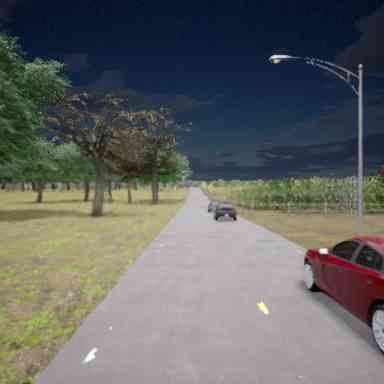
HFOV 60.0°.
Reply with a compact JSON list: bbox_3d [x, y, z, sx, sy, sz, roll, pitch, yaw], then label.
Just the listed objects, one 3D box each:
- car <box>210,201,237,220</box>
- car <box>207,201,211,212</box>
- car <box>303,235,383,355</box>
[{"bbox_3d":[2.896,1.689,29.854,1.837,1.490,4.892,0,0,1],"label":"car"},{"bbox_3d":[2.913,1.810,41.922,2.033,1.411,5.357,0,0,0],"label":"car"},{"bbox_3d":[3.589,1.514,6.052,1.882,1.535,5.008,0,0,0],"label":"car"}]
